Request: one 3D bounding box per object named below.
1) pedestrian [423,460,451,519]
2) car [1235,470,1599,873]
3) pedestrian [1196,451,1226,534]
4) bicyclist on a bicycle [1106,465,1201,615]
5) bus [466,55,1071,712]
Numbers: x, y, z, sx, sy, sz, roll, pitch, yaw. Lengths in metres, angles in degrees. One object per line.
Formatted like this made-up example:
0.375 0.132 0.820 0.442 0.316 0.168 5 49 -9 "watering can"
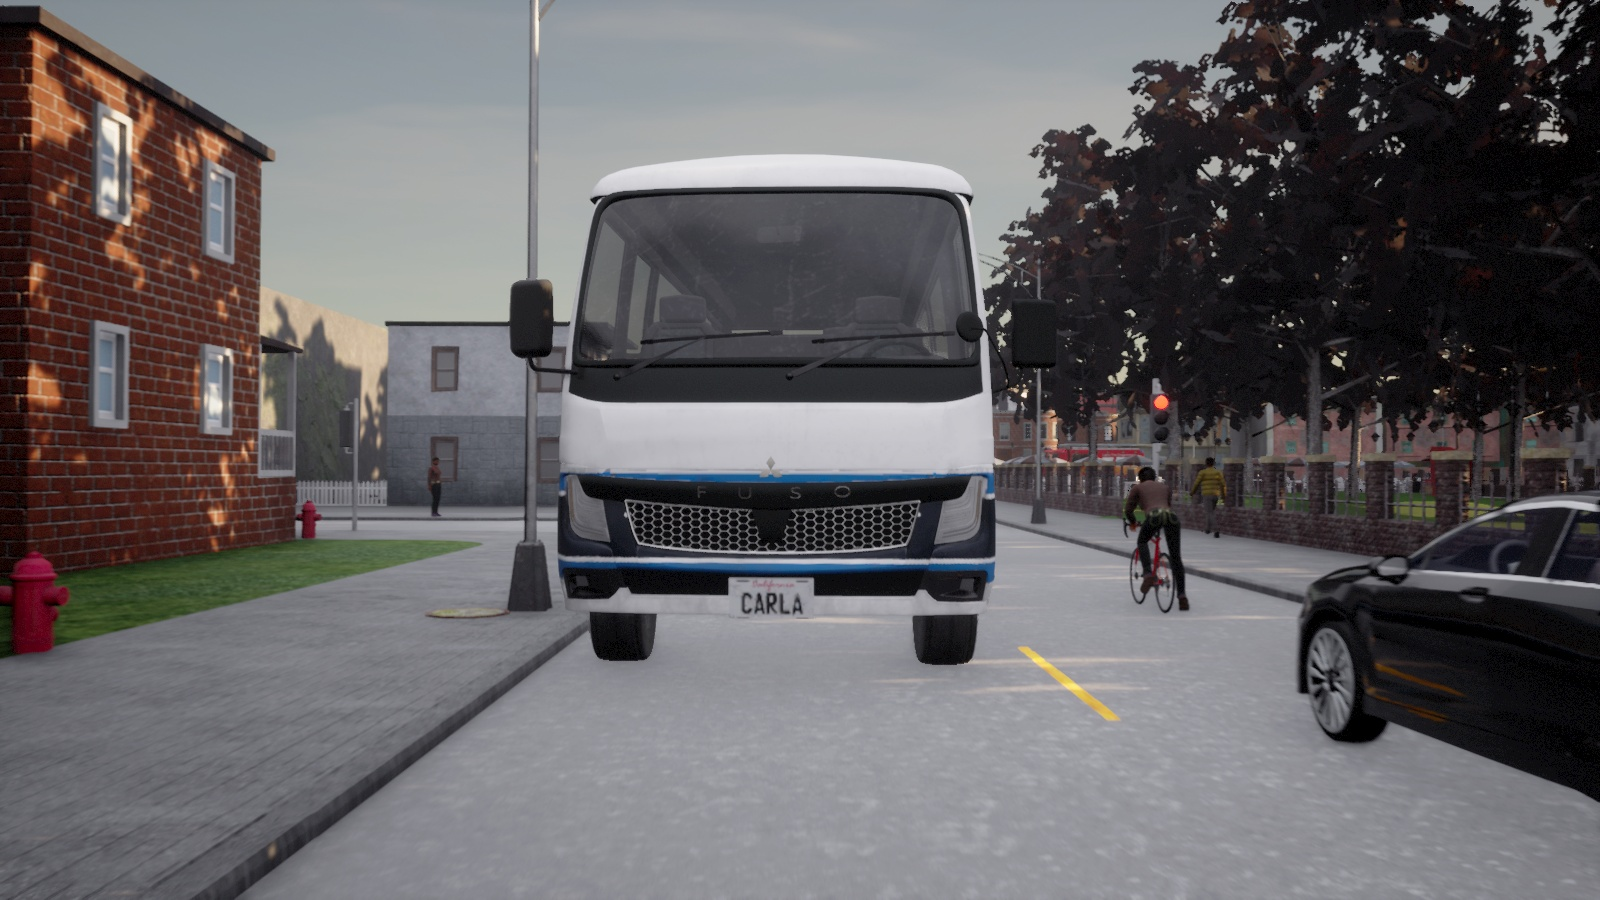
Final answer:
-11.242 1.211 38.859 0.869 1.805 0.328 -1 -1 30 "pedestrian"
4.034 0.852 5.893 2.128 1.511 4.902 0 -1 -2 "car"
9.282 0.956 28.376 0.431 1.840 0.709 0 -1 0 "pedestrian"
4.035 0.990 14.445 0.582 1.620 1.656 0 -1 -1 "bicyclist on a bicycle"
0.009 -0.342 13.339 3.944 4.253 10.273 0 -1 3 "bus"
